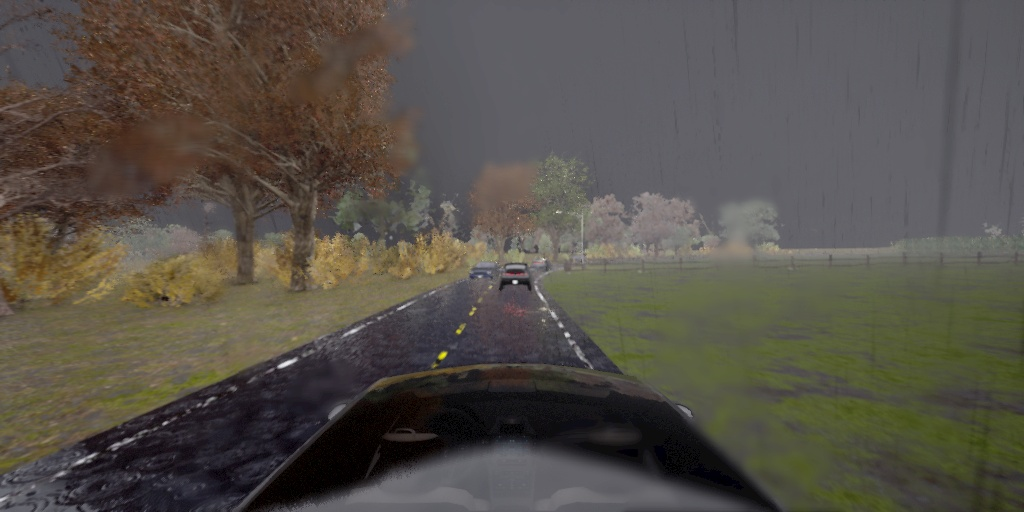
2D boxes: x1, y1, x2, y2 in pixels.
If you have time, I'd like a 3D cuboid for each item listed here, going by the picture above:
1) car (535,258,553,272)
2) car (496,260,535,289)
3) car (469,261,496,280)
[{"bbox_3d":[3.492,0.990,41.234,2.128,1.511,4.902,0,1,16],"label":"car"},{"bbox_3d":[0.295,1.142,21.728,1.837,1.490,4.892,0,0,3],"label":"car"},{"bbox_3d":[-2.051,1.132,29.081,2.033,1.411,5.357,0,0,7],"label":"car"}]
